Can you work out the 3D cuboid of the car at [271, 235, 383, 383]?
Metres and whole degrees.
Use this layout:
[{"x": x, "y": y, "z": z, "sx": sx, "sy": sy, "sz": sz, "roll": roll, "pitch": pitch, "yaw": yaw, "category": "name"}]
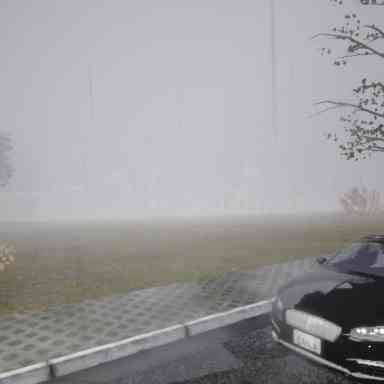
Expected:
[{"x": 3.345, "y": 1.491, "z": 5.338, "sx": 4.902, "sy": 1.511, "sz": 2.128, "roll": 0, "pitch": 0, "yaw": -36, "category": "car"}]
